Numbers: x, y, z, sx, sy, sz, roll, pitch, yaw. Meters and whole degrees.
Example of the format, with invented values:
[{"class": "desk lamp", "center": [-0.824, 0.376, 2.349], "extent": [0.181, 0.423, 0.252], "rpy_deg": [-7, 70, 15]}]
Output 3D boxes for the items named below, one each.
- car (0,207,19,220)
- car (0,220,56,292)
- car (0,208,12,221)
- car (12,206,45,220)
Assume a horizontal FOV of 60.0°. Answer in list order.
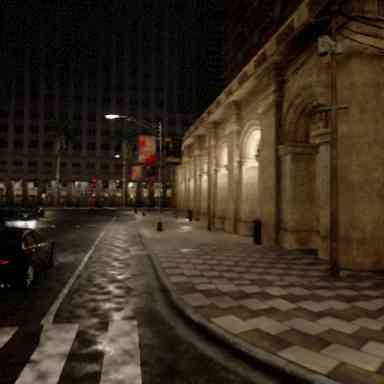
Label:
[{"class": "car", "center": [-21.620, 2.435, 37.988], "extent": [1.895, 1.301, 4.718], "rpy_deg": [1, -2, -11]}, {"class": "car", "center": [-5.161, 1.756, 9.362], "extent": [1.837, 1.490, 4.892], "rpy_deg": [1, -2, -12]}, {"class": "car", "center": [-15.541, 2.103, 24.911], "extent": [1.994, 1.385, 4.181], "rpy_deg": [1, -1, -11]}, {"class": "car", "center": [-17.945, 2.335, 37.398], "extent": [2.128, 1.511, 4.902], "rpy_deg": [1, -1, -11]}]
